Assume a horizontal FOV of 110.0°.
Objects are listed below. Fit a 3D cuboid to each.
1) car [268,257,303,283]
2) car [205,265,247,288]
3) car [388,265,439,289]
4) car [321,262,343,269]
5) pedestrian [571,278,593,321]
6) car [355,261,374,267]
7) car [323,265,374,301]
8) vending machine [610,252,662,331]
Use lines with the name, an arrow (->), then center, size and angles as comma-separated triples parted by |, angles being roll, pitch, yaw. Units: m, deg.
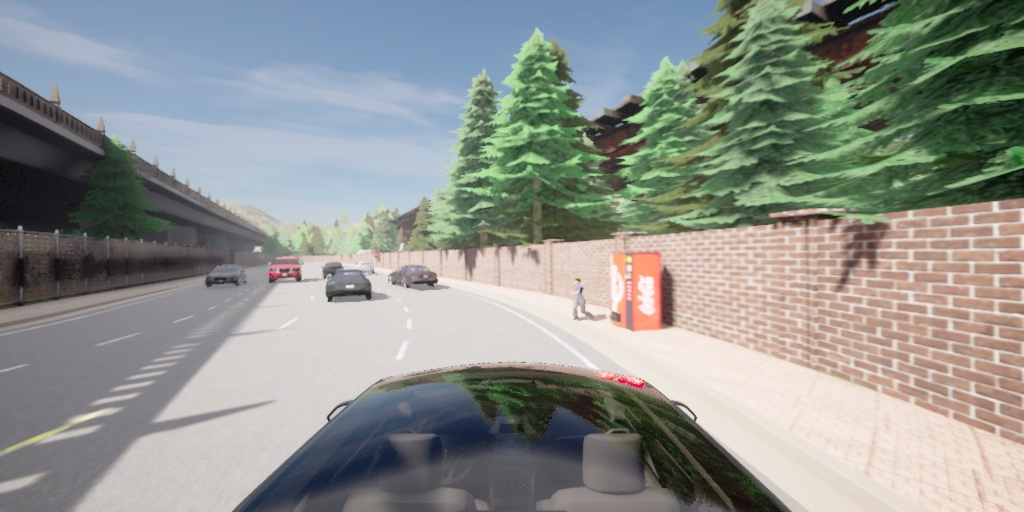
car -> -18.871, 1.100, 30.047 | 2.150, 2.045, 5.566 | -1, 0, -29
car -> -20.661, 1.414, 26.083 | 1.837, 1.490, 4.892 | -1, 0, -29
car -> -6.641, 1.310, 23.779 | 2.033, 1.411, 5.357 | -1, 0, -34
car -> -17.443, 1.354, 35.053 | 1.837, 1.490, 4.892 | -1, 0, -29
pedestrian -> 1.878, 1.129, 9.821 | 0.375, 1.300, 0.375 | -1, 0, -13
car -> -17.203, 1.355, 41.730 | 1.812, 1.442, 4.674 | -1, 0, -29
car -> -8.235, 1.359, 18.077 | 1.994, 1.385, 4.181 | -1, 0, -26
vending machine -> 3.132, 0.891, 9.134 | 1.100, 2.100, 0.880 | 0, 0, -11
